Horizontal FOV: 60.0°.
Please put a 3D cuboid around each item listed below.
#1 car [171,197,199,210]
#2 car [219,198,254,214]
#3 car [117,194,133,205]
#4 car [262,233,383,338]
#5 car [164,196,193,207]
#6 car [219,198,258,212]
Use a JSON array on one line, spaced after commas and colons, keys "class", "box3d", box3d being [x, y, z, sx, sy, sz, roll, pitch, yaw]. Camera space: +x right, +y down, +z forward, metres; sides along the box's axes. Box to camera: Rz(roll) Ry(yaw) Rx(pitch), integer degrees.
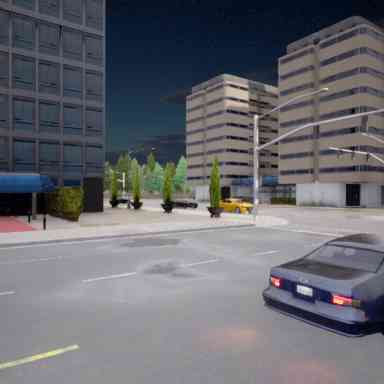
[{"class": "car", "box3d": [-1.127, 1.600, 44.046, 1.895, 1.301, 4.718, 0, 0, -35]}, {"class": "car", "box3d": [4.509, 1.478, 36.001, 1.882, 1.535, 5.008, 0, 0, -35]}, {"class": "car", "box3d": [-13.097, 1.601, 61.235, 1.895, 1.301, 4.718, 0, 0, -34]}, {"class": "car", "box3d": [3.768, 1.547, 6.510, 5.357, 1.411, 2.033, 0, 0, -35]}, {"class": "car", "box3d": [-2.198, 1.488, 51.678, 2.128, 1.511, 4.902, 0, 0, -35]}, {"class": "car", "box3d": [5.608, 1.505, 40.535, 1.837, 1.490, 4.892, 0, 0, -35]}]
